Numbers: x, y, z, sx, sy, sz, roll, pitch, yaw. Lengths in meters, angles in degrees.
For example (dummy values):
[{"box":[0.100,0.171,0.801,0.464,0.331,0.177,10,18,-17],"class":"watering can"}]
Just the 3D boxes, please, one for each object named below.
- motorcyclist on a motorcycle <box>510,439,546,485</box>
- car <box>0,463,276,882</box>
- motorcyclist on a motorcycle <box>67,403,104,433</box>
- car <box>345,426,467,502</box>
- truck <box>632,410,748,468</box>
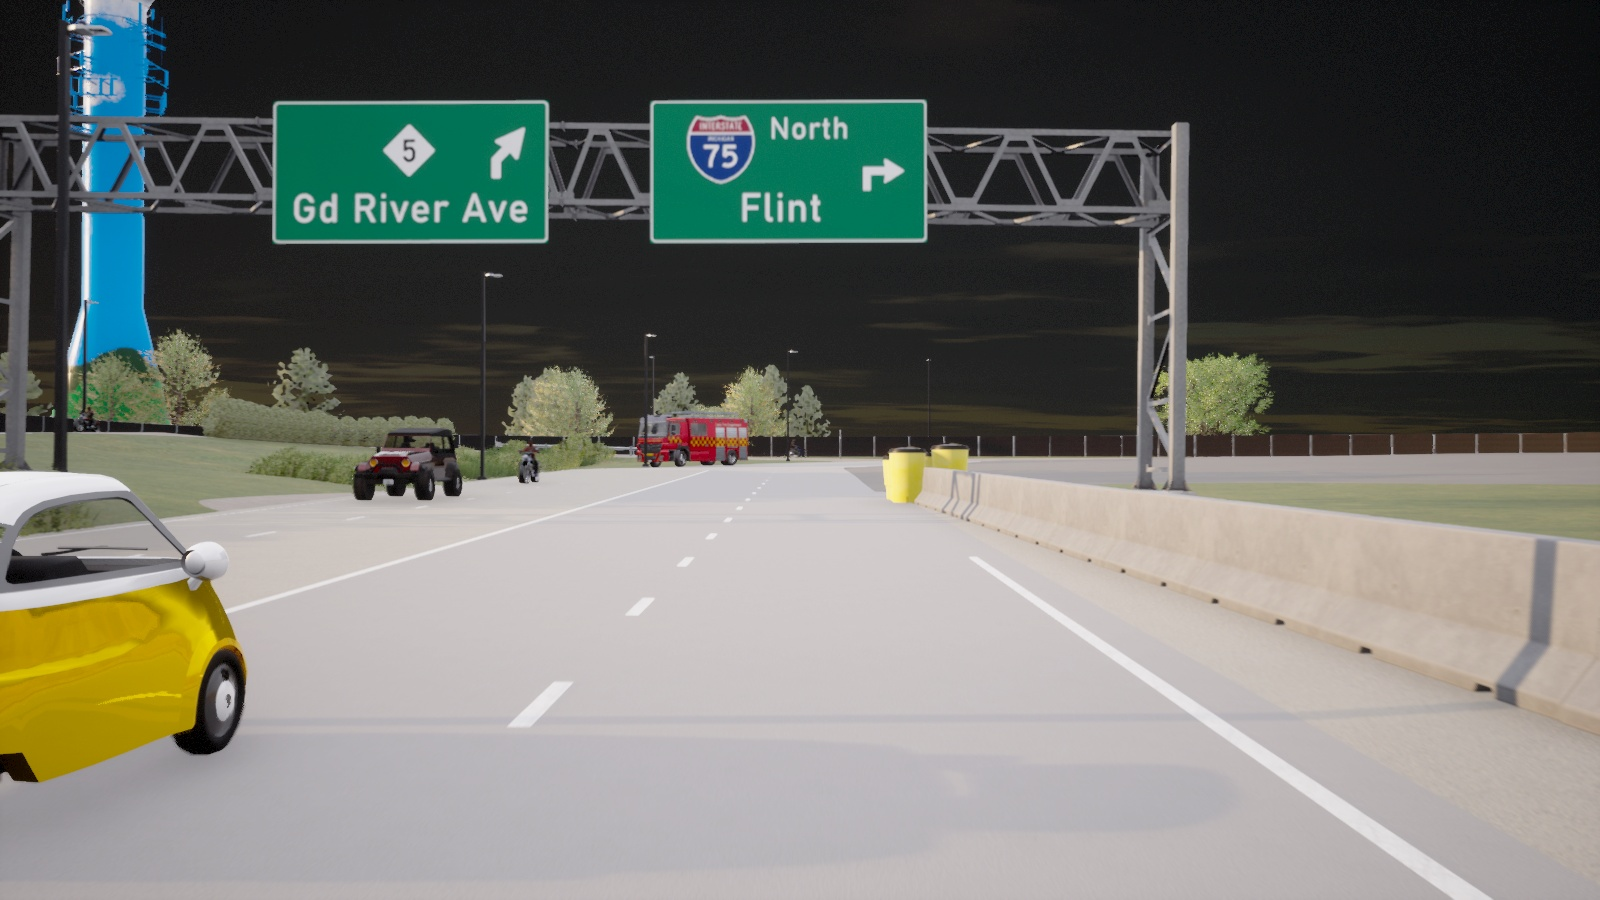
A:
[{"box":[-9.839,0.412,45.533,0.766,1.649,2.350,0,0,1],"class":"motorcyclist on a motorcycle"},{"box":[-3.454,0.769,5.378,1.481,1.376,2.207,0,1,0],"class":"car"},{"box":[-42.774,-1.888,75.168,0.766,1.649,2.350,0,-2,3],"class":"motorcyclist on a motorcycle"},{"box":[-10.276,0.328,33.079,1.905,1.878,3.866,0,0,2],"class":"car"},{"box":[-7.501,-0.742,86.843,2.891,3.827,8.468,0,0,39],"class":"truck"}]
